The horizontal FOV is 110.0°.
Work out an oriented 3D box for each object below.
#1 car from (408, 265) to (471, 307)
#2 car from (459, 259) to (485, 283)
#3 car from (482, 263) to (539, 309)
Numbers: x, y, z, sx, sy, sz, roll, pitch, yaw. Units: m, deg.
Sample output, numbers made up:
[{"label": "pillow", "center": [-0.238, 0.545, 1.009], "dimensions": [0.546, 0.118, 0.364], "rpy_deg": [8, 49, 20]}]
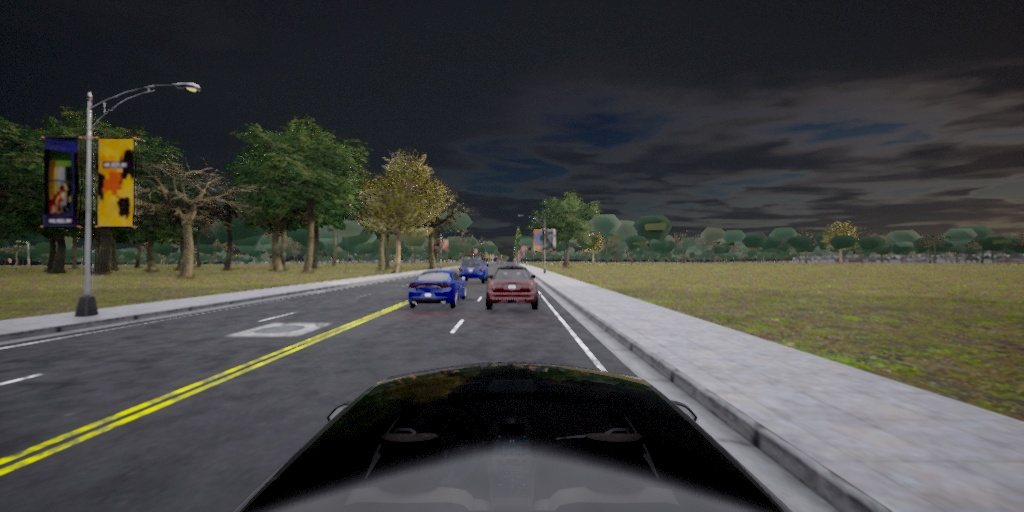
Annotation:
[{"label": "car", "center": [-3.242, 1.374, 16.340], "dimensions": [1.882, 1.535, 5.008], "rpy_deg": [0, 0, 0]}, {"label": "car", "center": [-3.244, 1.260, 30.876], "dimensions": [2.150, 2.045, 5.566], "rpy_deg": [0, 0, 0]}, {"label": "car", "center": [0.004, 1.242, 15.939], "dimensions": [2.097, 1.767, 4.553], "rpy_deg": [0, -1, 0]}]
